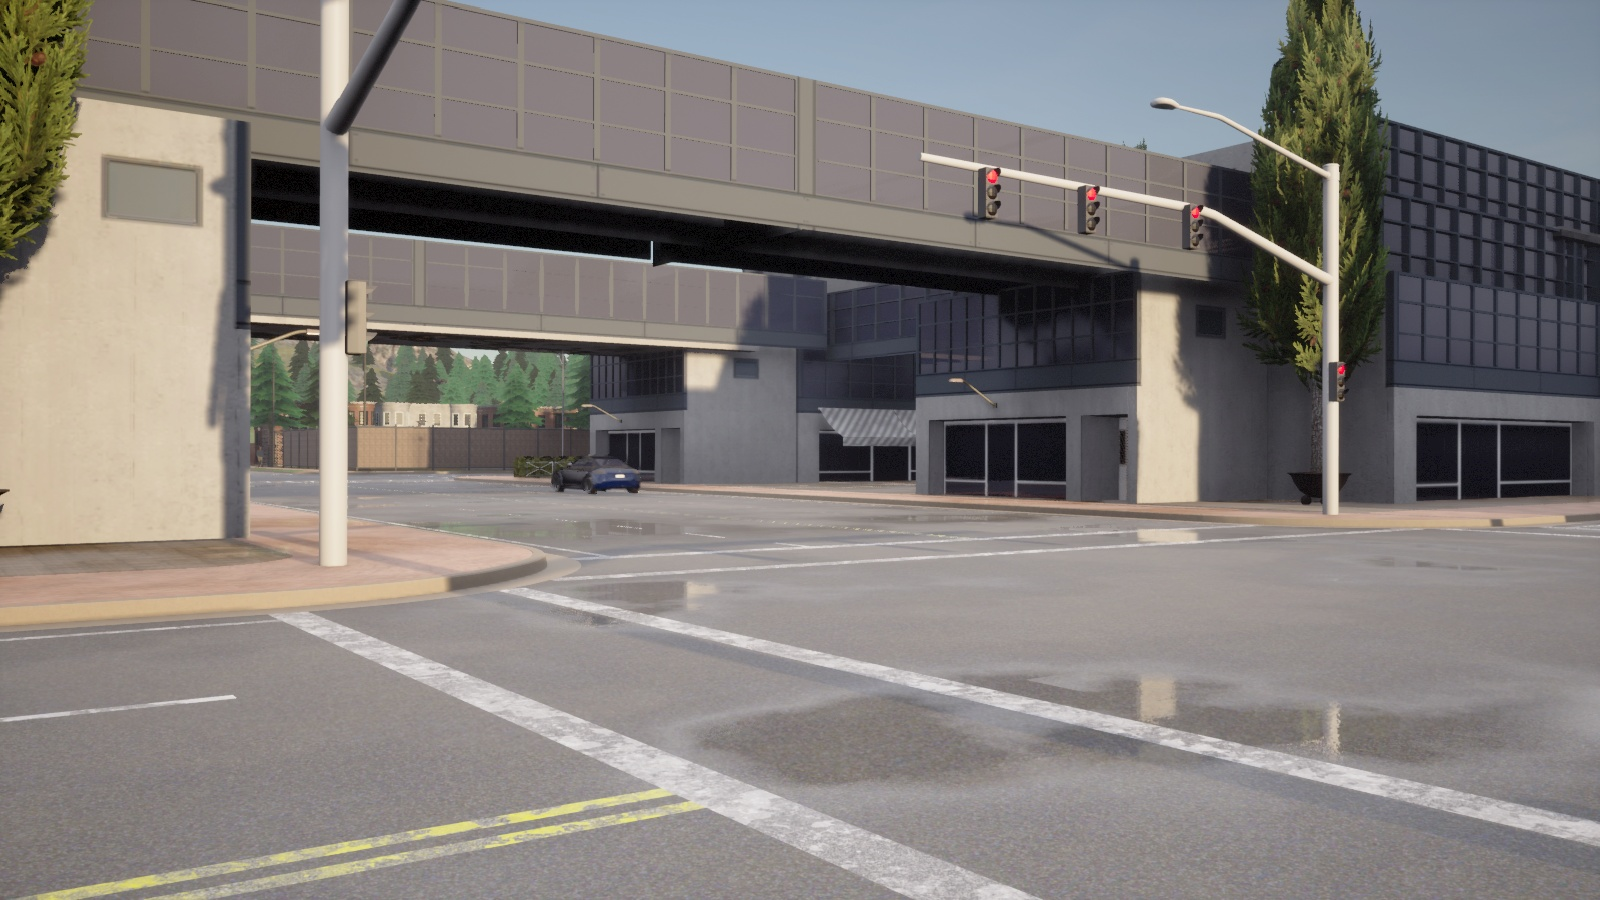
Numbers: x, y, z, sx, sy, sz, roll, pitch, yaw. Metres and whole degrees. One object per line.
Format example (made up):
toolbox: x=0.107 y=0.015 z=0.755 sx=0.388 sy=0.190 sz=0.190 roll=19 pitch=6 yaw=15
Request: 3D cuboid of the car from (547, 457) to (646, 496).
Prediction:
car: x=-7.562 y=0.938 z=46.319 sx=1.994 sy=1.385 sz=4.181 roll=0 pitch=0 yaw=-35
